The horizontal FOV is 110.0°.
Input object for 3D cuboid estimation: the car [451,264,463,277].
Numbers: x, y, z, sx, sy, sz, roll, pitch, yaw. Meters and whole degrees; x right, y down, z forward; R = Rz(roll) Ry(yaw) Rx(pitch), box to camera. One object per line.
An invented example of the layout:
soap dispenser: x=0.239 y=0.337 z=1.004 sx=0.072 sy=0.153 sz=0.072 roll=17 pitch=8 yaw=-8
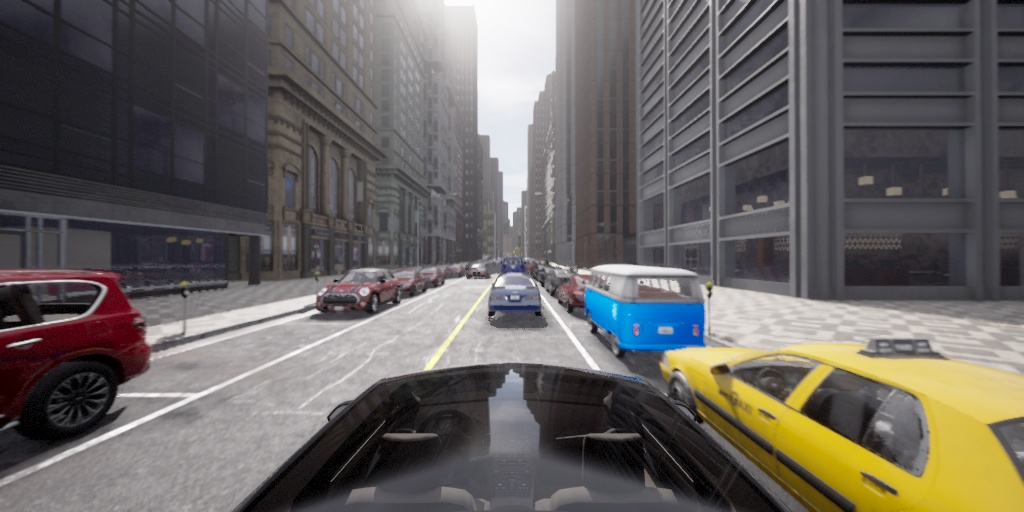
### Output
car: x=-5.764 y=1.442 z=36.470 sx=1.802 sy=1.307 sz=4.207 roll=0 pitch=0 yaw=0

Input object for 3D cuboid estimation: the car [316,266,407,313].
car: x=-5.763 y=1.225 z=13.925 sx=1.967 sy=1.591 sz=4.097 roll=0 pitch=0 yaw=0

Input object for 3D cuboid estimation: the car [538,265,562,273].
car: x=2.762 y=1.353 z=19.567 sx=2.007 sy=1.370 sz=4.403 roll=0 pitch=0 yaw=0

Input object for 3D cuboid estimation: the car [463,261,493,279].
car: x=-3.099 y=1.413 z=33.467 sx=1.994 sy=1.385 sz=4.181 roll=0 pitch=0 yaw=0

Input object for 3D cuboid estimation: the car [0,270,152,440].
car: x=-5.762 y=1.067 z=2.654 sx=2.192 sy=1.841 sz=5.009 roll=0 pitch=0 yaw=0

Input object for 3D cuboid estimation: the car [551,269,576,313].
car: x=2.762 y=1.367 z=13.930 sx=1.802 sy=1.307 sz=4.207 roll=0 pitch=0 yaw=0

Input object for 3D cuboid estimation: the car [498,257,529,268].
car: x=0.097 y=1.067 z=32.641 sx=2.150 sy=2.045 sz=5.566 roll=0 pitch=0 yaw=0

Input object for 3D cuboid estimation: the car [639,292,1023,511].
car: x=2.763 y=1.278 z=2.828 sx=1.751 sy=1.417 sz=4.829 roll=0 pitch=0 yaw=0

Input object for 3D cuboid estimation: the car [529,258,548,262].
car: x=2.761 y=1.174 z=36.477 sx=2.192 sy=1.841 sz=5.009 roll=0 pitch=0 yaw=0

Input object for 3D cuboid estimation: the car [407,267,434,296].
car: x=-5.763 y=1.385 z=19.561 sx=1.802 sy=1.307 sz=4.207 roll=0 pitch=0 yaw=0

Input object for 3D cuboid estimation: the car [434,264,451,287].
car: x=-5.764 y=1.403 z=25.198 sx=1.802 sy=1.307 sz=4.207 roll=0 pitch=0 yaw=0

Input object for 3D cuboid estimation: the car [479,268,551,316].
car: x=0.095 y=1.331 z=13.559 sx=2.033 sy=1.411 sz=5.357 roll=0 pitch=0 yaw=0

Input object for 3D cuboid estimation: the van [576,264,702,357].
van: x=2.763 y=1.109 z=8.294 sx=1.690 sy=1.789 sz=3.998 roll=0 pitch=0 yaw=0

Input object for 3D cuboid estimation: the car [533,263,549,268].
car: x=2.761 y=1.387 z=25.204 sx=1.948 sy=1.339 sz=4.313 roll=0 pitch=0 yaw=0

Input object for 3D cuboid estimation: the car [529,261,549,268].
car: x=2.761 y=1.406 z=30.840 sx=1.948 sy=1.339 sz=4.313 roll=0 pitch=0 yaw=0
